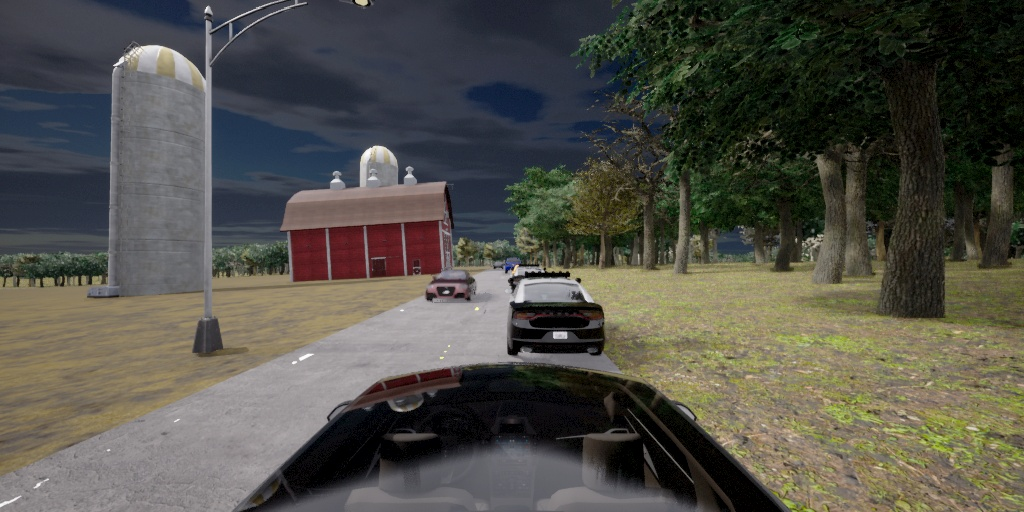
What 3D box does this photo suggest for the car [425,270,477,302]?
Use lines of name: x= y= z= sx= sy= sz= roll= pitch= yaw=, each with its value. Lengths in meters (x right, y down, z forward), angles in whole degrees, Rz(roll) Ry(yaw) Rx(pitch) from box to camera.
car: x=-2.796 y=1.359 z=17.208 sx=1.994 sy=1.385 sz=4.181 roll=0 pitch=0 yaw=0

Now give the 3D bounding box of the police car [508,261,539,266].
police car: x=0.885 y=1.230 z=18.840 sx=1.930 sy=1.638 sz=5.238 roll=0 pitch=0 yaw=0

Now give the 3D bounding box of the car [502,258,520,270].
car: x=0.200 y=1.261 z=47.317 sx=2.150 sy=2.045 sz=5.566 roll=0 pitch=0 yaw=0

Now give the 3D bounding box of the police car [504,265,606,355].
police car: x=0.850 y=1.187 z=8.837 sx=1.930 sy=1.638 sz=5.238 roll=0 pitch=0 yaw=0
